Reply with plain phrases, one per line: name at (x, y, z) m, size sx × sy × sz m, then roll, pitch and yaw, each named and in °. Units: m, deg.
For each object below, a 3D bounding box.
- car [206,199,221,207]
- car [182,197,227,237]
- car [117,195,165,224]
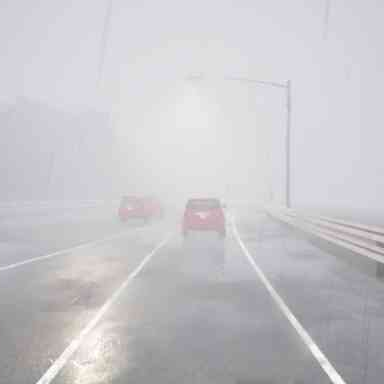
car at (3.960, 1.889, 60.290) m, size 1.895 × 1.301 × 4.718 m, roll 0°, pitch 0°, yaw 12°
car at (0.743, 1.282, 18.524) m, size 2.150 × 2.045 × 5.566 m, roll 0°, pitch 0°, yaw 5°
car at (-3.743, 1.266, 25.494) m, size 2.150 × 2.045 × 5.566 m, roll 1°, pitch 0°, yaw 12°
